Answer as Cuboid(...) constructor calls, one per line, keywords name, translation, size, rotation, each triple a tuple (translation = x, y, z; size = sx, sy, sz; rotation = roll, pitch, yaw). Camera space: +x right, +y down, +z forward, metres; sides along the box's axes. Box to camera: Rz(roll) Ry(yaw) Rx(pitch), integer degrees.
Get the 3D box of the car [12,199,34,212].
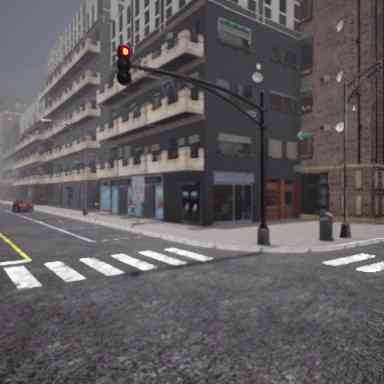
Cuboid(name="car", translation=(-18.152, 1.449, 35.747), size=(1.802, 1.307, 4.206), rotation=(0, 0, -36))
